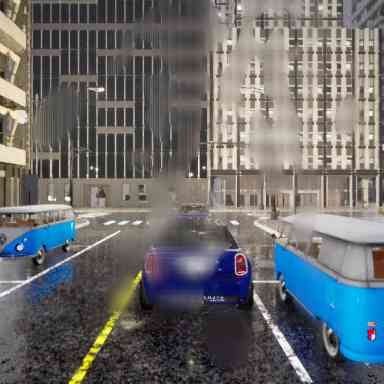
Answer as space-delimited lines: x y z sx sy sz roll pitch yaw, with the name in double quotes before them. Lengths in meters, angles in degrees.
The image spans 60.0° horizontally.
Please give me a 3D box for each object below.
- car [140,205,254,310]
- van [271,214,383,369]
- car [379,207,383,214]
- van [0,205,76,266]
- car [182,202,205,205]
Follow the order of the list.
"car" 0.083 1.355 7.978 2.097 1.767 4.553 0 0 0
"van" 2.558 1.343 5.605 1.690 1.788 3.998 0 0 0
"car" 18.979 1.492 29.028 4.829 1.417 1.752 0 0 0
"van" -5.336 1.346 11.272 1.690 1.788 3.998 0 0 0
"car" 0.084 1.360 18.004 2.097 1.767 4.553 0 0 0
